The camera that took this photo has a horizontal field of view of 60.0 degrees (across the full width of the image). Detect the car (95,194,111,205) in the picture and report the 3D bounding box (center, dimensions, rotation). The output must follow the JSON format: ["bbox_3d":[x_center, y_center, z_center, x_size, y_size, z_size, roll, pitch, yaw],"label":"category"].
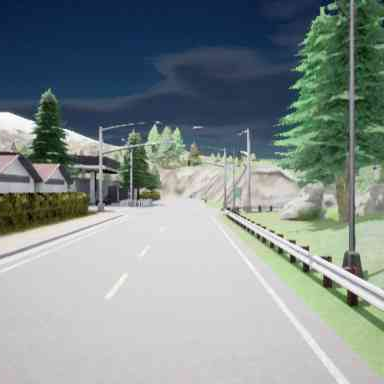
[{"bbox_3d":[-14.526,1.238,54.820,1.905,1.878,3.866,0,0,-1],"label":"car"}]
